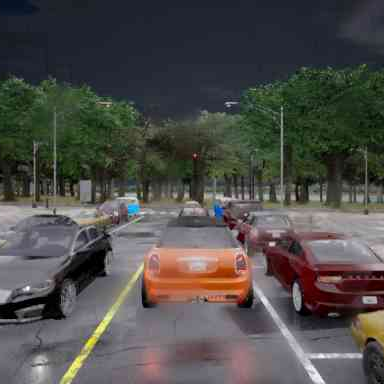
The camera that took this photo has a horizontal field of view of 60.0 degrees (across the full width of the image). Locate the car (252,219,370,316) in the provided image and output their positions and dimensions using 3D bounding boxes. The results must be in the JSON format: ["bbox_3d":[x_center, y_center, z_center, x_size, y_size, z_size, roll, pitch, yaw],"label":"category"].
[{"bbox_3d":[2.767,1.545,7.399,1.887,1.381,4.507,0,0,0],"label":"car"}]

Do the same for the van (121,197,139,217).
[{"bbox_3d":[-5.738,1.345,29.157,1.690,1.788,3.998,0,0,0],"label":"van"}]

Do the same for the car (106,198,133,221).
[{"bbox_3d":[-5.743,1.443,23.719,1.967,1.590,4.097,0,0,0],"label":"car"}]

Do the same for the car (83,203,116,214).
[{"bbox_3d":[-5.748,1.527,18.112,1.752,1.417,4.829,0,0,0],"label":"car"}]

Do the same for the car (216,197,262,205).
[{"bbox_3d":[2.777,1.316,18.274,2.192,1.841,5.009,0,0,0],"label":"car"}]

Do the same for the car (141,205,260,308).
[{"bbox_3d":[0.106,1.352,8.071,2.097,1.767,4.553,0,0,0],"label":"car"}]

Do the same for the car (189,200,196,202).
[{"bbox_3d":[0.022,1.460,27.229,1.801,1.575,5.366,0,0,1],"label":"car"}]

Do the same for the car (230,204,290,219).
[{"bbox_3d":[2.772,1.441,12.836,1.967,1.590,4.097,0,0,0],"label":"car"}]

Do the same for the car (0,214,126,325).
[{"bbox_3d":[-3.091,1.491,7.394,2.128,1.511,4.902,0,0,0],"label":"car"}]

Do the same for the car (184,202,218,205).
[{"bbox_3d":[0.113,1.493,17.285,2.128,1.511,4.902,0,0,0],"label":"car"}]

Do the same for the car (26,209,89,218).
[{"bbox_3d":[-5.753,1.566,12.844,1.947,1.339,4.313,0,0,0],"label":"car"}]

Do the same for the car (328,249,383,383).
[{"bbox_3d":[2.762,1.525,2.131,1.752,1.417,4.829,0,0,0],"label":"car"}]

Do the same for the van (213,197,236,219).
[{"bbox_3d":[2.787,1.345,29.149,1.690,1.788,3.998,0,0,0],"label":"van"}]
